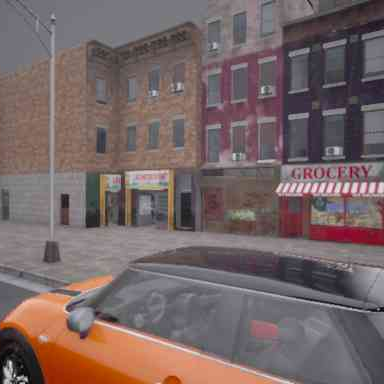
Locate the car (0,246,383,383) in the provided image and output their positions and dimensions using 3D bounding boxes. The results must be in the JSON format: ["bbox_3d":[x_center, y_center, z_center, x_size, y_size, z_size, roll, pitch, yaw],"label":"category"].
[{"bbox_3d":[0.005,1.351,3.277,4.553,1.767,2.097,0,0,35],"label":"car"}]
